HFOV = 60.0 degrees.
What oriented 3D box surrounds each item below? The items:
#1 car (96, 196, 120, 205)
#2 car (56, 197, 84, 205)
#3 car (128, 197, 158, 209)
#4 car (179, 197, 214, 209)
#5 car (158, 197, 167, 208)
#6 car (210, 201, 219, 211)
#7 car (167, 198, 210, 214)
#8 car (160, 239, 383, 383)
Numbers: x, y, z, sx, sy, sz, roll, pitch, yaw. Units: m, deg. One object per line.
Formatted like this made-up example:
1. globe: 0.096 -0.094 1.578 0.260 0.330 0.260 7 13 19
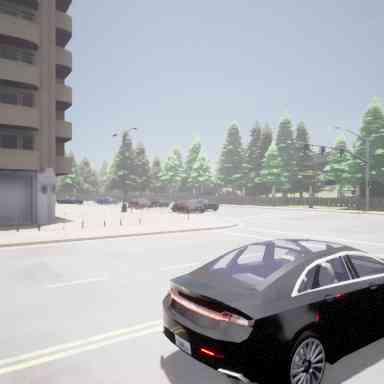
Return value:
1. car: -14.425 1.470 56.940 4.674 1.442 1.812 0 0 35
2. car: -20.895 1.546 56.970 4.718 1.301 1.895 0 0 26
3. car: -6.839 1.470 44.034 1.812 1.442 4.674 0 0 -36
4. car: 0.555 1.492 46.223 2.033 1.411 5.357 0 0 -35
5. car: -4.834 1.451 47.118 1.837 1.490 4.892 0 0 -37
6. car: 1.063 1.545 38.971 1.895 1.301 4.718 0 0 -35
7. car: -0.405 1.508 34.929 1.994 1.385 4.181 0 0 -35
8. car: 1.880 1.492 5.129 4.902 1.511 2.128 0 0 -35
